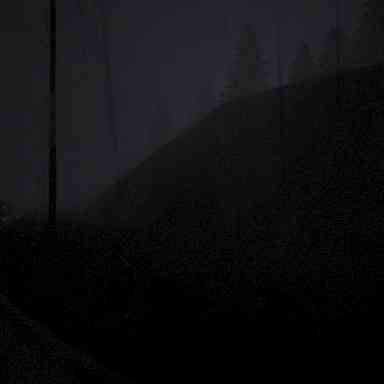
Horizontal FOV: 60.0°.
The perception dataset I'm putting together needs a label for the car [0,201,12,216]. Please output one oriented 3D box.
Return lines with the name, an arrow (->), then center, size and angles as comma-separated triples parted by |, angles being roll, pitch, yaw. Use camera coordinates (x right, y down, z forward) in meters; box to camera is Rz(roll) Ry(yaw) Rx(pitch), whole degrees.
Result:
car -> -21.897, 1.788, 37.913 | 2.097, 1.767, 4.553 | 0, 0, -22
